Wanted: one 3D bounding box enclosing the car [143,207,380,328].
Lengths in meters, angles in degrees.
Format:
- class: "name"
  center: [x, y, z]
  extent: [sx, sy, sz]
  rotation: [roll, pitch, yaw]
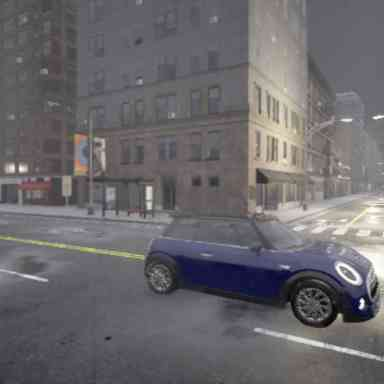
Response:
- class: "car"
  center: [1.256, 1.242, 6.853]
  extent: [4.553, 1.767, 2.097]
  rotation: [0, 1, 31]
